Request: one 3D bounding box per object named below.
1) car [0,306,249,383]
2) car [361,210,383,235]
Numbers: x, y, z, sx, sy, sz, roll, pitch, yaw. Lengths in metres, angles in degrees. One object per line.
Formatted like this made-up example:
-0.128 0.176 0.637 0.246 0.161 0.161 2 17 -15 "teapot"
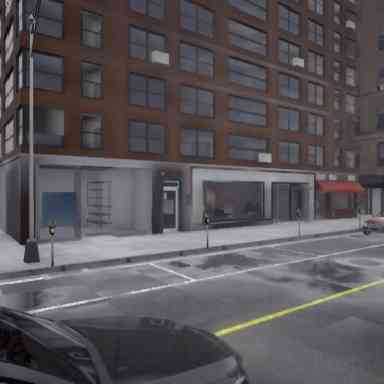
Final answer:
-1.633 1.525 2.116 4.674 1.442 1.812 0 0 -35 "car"
10.616 1.581 17.470 4.206 1.307 1.802 0 0 -35 "car"
